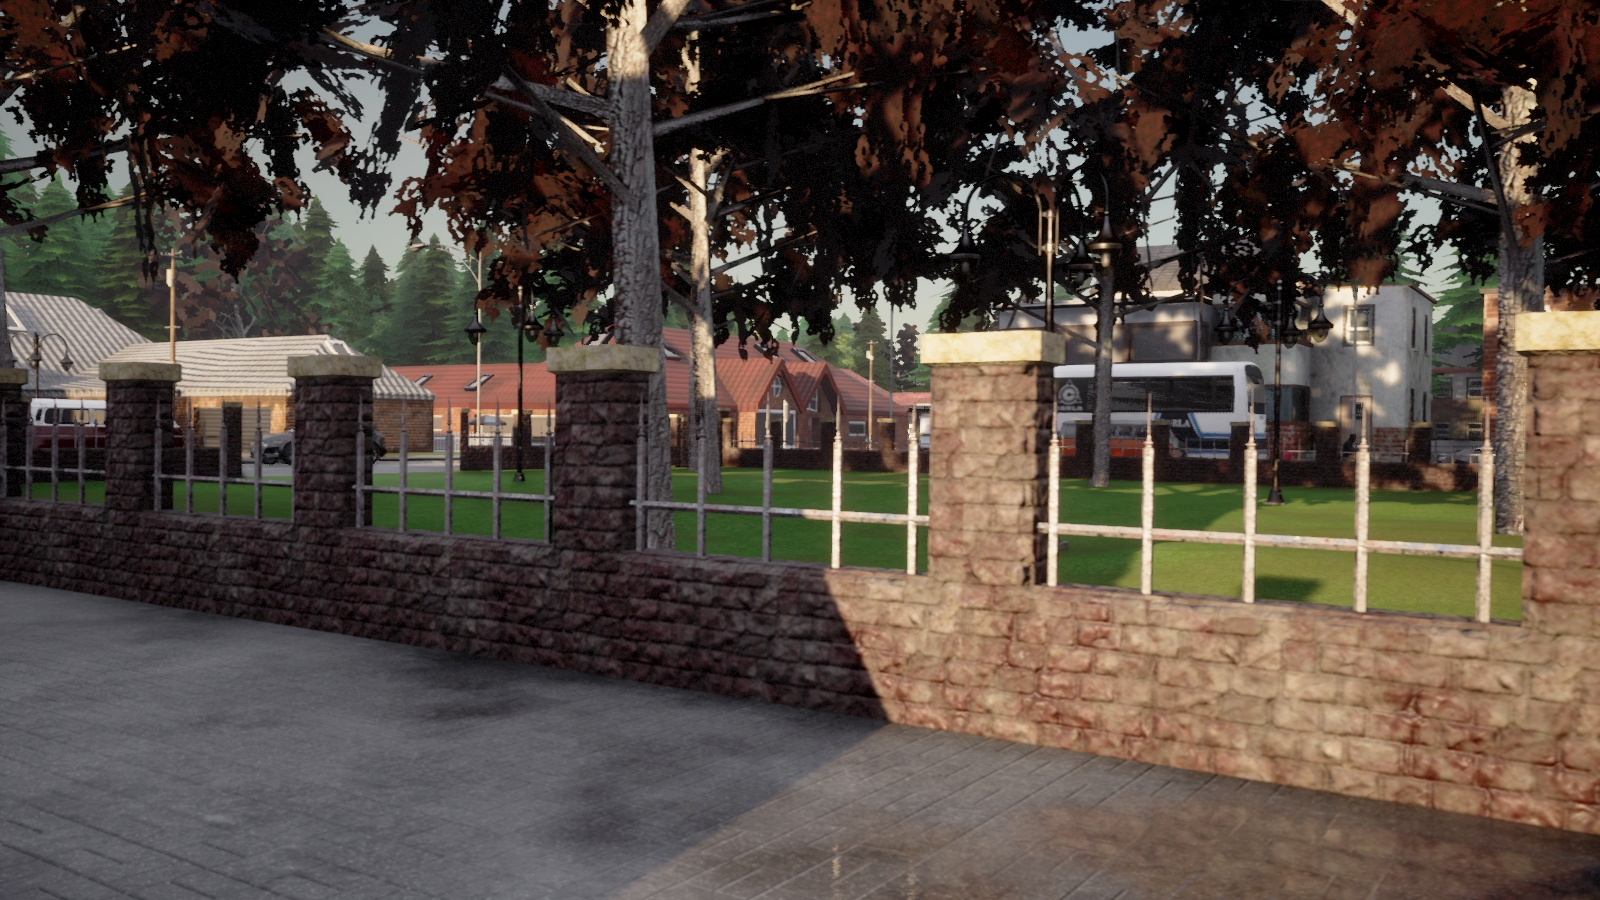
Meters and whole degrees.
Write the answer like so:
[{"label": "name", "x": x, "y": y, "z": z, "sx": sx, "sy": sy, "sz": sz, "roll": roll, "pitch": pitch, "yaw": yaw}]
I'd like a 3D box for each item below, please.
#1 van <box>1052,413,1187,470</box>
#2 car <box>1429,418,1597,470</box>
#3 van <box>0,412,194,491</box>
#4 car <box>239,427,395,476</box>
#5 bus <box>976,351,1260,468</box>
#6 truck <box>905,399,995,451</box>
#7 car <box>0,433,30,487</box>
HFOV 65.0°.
[{"label": "van", "x": 11.680, "y": -0.322, "z": 45.985, "sx": 4.442, "sy": 1.987, "sz": 1.775, "roll": 0, "pitch": 1, "yaw": 32}, {"label": "car", "x": 23.971, "y": -0.232, "z": 42.287, "sx": 4.611, "sy": 1.667, "sz": 2.242, "roll": 1, "pitch": 1, "yaw": 40}, {"label": "van", "x": -19.410, "y": -0.005, "z": 34.529, "sx": 2.069, "sy": 2.038, "sz": 4.480, "roll": 0, "pitch": 1, "yaw": 33}, {"label": "car", "x": -17.173, "y": 0.024, "z": 44.873, "sx": 2.033, "sy": 1.649, "sz": 4.856, "roll": 0, "pitch": 1, "yaw": 37}, {"label": "bus", "x": 12.578, "y": -1.525, "z": 50.222, "sx": 10.273, "sy": 4.253, "sz": 3.944, "roll": 0, "pitch": 1, "yaw": 33}, {"label": "truck", "x": 10.459, "y": -1.712, "z": 86.716, "sx": 2.891, "sy": 3.462, "sz": 7.936, "roll": 0, "pitch": 1, "yaw": 34}, {"label": "car", "x": -24.181, "y": 0.303, "z": 34.444, "sx": 1.837, "sy": 1.490, "sz": 4.892, "roll": 0, "pitch": 1, "yaw": 36}]
